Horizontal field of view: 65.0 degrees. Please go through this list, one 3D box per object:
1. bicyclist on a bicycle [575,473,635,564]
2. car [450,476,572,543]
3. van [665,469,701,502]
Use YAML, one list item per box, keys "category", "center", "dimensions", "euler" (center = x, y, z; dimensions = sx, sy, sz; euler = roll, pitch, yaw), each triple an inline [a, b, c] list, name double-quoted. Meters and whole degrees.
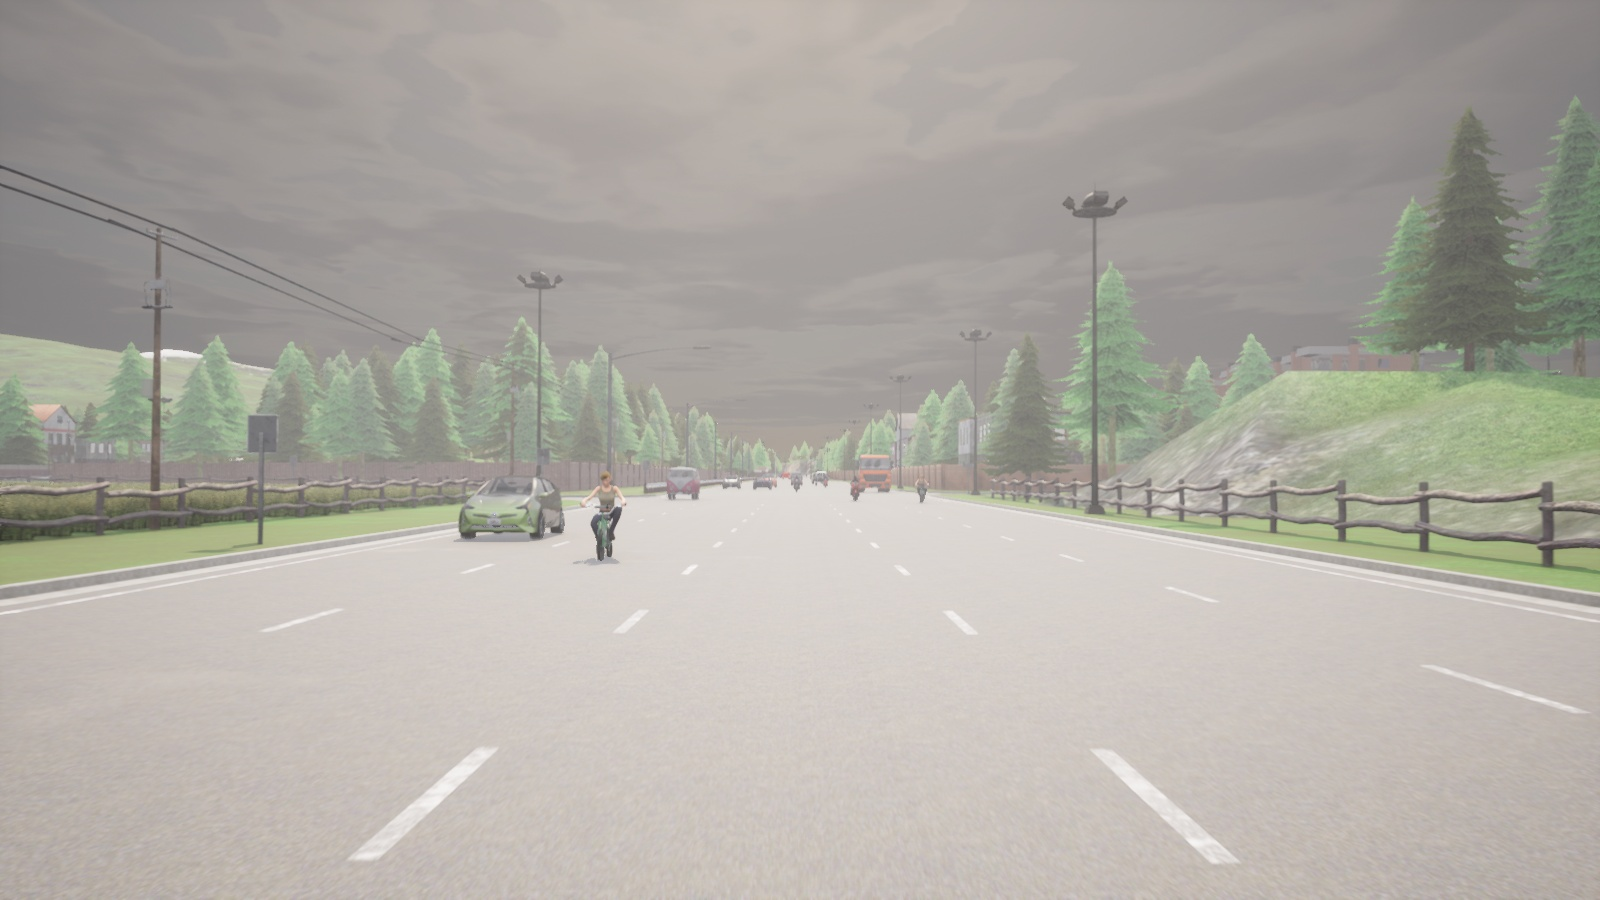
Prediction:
- category: "bicyclist on a bicycle"
  center: [-3.552, 1.231, 22.966]
  dimensions: [0.866, 1.612, 1.509]
  euler: [0, -1, 0]
- category: "car"
  center: [-7.075, 1.421, 31.237]
  dimensions: [2.007, 1.525, 4.514]
  euler: [0, -1, 0]
- category: "van"
  center: [-7.192, 2.155, 77.523]
  dimensions: [1.775, 1.987, 4.442]
  euler: [0, -1, 0]
